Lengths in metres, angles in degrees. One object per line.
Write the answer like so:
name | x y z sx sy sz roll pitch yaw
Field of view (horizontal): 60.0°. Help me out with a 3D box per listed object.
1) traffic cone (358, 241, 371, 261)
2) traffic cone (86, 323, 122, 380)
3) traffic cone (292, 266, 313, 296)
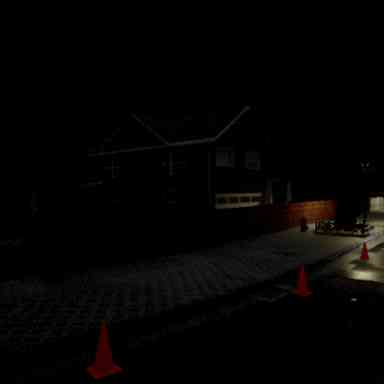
traffic cone | 5.622 1.902 10.822 0.340 0.580 0.340 0 0 40
traffic cone | -1.113 1.956 4.202 0.340 0.580 0.340 0 0 -38
traffic cone | 2.432 1.928 7.306 0.340 0.580 0.340 0 0 -45
